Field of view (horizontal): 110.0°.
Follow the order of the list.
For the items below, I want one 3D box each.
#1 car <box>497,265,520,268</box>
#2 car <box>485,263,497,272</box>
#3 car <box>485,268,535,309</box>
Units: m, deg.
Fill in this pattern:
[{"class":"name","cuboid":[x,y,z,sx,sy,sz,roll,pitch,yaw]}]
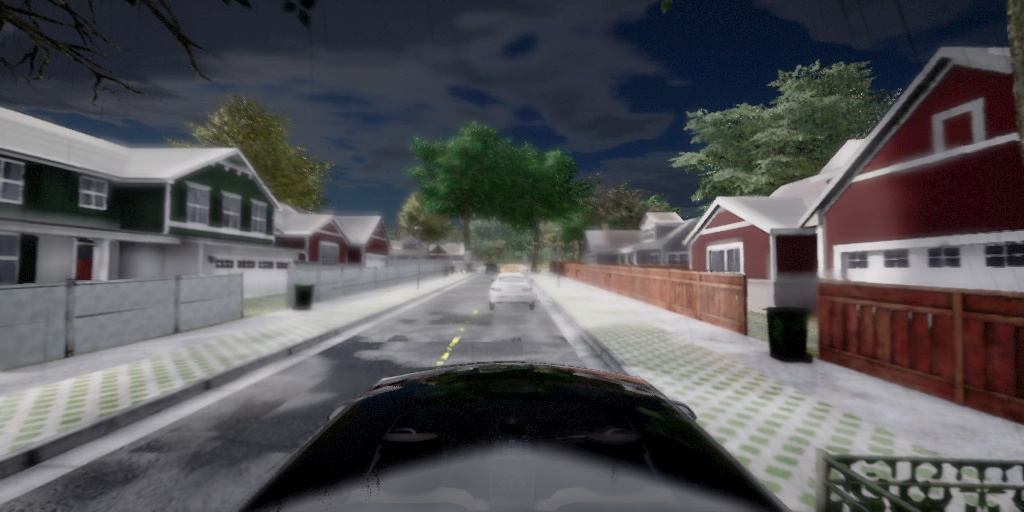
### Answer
[{"class":"car","cuboid":[-0.014,1.550,31.114,1.882,1.535,5.008,0,0,0]},{"class":"car","cuboid":[-2.843,1.810,52.045,1.812,1.442,4.674,0,-1,1]},{"class":"car","cuboid":[0.005,1.432,15.763,1.812,1.442,4.674,0,0,0]}]
